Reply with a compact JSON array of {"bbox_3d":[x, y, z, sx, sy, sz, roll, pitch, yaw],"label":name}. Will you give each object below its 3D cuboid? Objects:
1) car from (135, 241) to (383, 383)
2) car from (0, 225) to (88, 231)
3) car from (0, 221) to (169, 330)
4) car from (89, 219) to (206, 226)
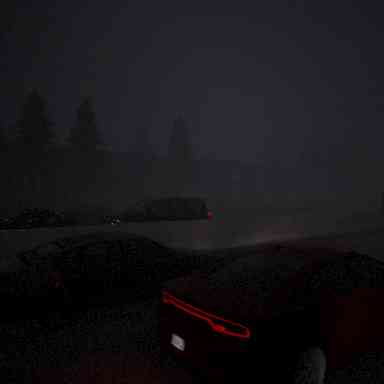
[{"bbox_3d":[1.867,1.500,5.078,5.008,1.535,1.882,0,0,-36],"label":"car"},{"bbox_3d":[-7.756,1.518,15.657,4.892,1.490,1.837,1,0,-35],"label":"car"},{"bbox_3d":[-1.588,1.560,6.912,5.357,1.411,2.033,0,0,-36],"label":"car"},{"bbox_3d":[-1.613,1.261,15.740,5.566,2.045,2.150,1,0,-35],"label":"car"}]
